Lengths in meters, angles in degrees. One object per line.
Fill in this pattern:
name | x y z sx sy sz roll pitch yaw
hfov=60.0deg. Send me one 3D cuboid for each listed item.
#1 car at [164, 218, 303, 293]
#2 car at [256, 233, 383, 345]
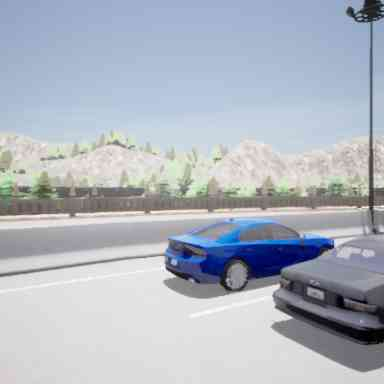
car | 1.713 1.429 8.793 5.008 1.535 1.882 0 0 -31
car | 3.948 1.515 6.121 5.357 1.411 2.033 0 0 -31
